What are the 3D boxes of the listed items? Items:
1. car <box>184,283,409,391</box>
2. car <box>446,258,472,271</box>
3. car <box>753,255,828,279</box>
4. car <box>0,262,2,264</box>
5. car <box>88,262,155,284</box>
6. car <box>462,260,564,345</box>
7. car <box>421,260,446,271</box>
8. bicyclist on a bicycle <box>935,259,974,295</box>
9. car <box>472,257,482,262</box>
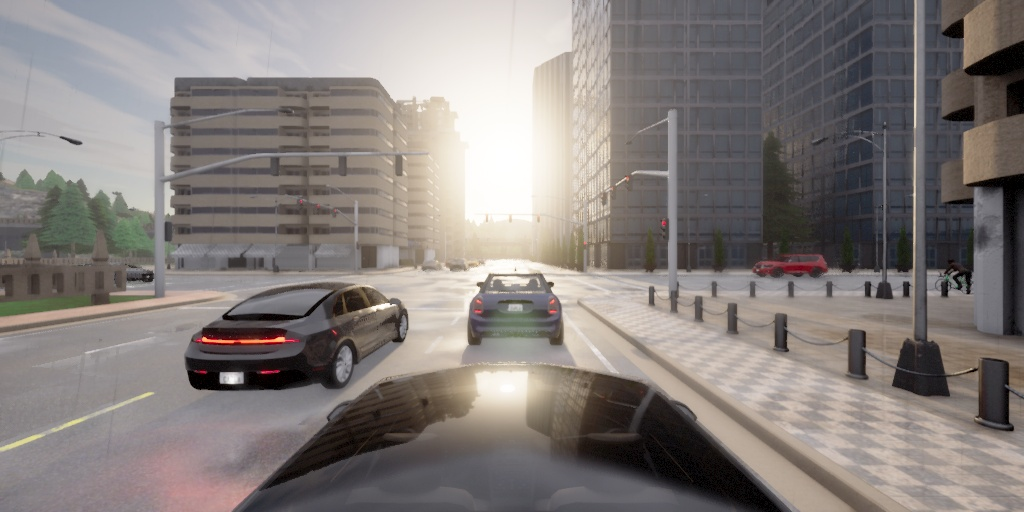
[{"bbox_3d":[-3.427,1.253,6.831,1.837,1.490,4.892,0,0,0],"label":"car"},{"bbox_3d":[-7.037,1.085,47.719,2.097,1.767,4.553,0,0,0],"label":"car"},{"bbox_3d":[24.363,0.905,31.465,5.566,2.045,2.150,0,0,0],"label":"car"},{"bbox_3d":[-42.600,1.190,28.394,4.892,1.490,1.837,0,0,25],"label":"car"},{"bbox_3d":[-27.604,1.190,24.966,4.892,1.490,1.837,0,0,4],"label":"car"},{"bbox_3d":[0.090,1.099,9.603,2.097,1.767,4.553,0,0,0],"label":"car"},{"bbox_3d":[-10.539,1.281,47.539,2.033,1.411,5.357,0,0,0],"label":"car"},{"bbox_3d":[21.018,0.990,17.004,0.582,1.620,1.656,0,0,0],"label":"bicyclist on a bicycle"},{"bbox_3d":[-6.985,1.205,63.404,1.882,1.535,5.008,0,0,0],"label":"car"}]
